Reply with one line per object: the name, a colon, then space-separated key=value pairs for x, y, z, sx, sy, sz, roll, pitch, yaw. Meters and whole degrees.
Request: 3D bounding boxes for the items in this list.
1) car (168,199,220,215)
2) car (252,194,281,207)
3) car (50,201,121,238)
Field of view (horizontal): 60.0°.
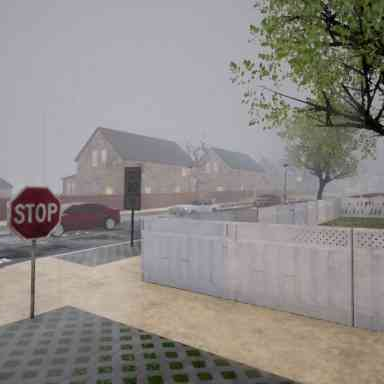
car: x=0.224 y=1.216 z=25.583 sx=1.895 sy=1.301 sz=4.718 roll=2 pitch=2 yaw=35
car: x=8.419 y=0.928 z=37.101 sx=1.812 sy=1.442 sz=4.674 roll=2 pitch=2 yaw=35
car: x=-5.904 y=1.254 z=16.932 sx=1.882 sy=1.535 sz=5.008 roll=2 pitch=2 yaw=35
